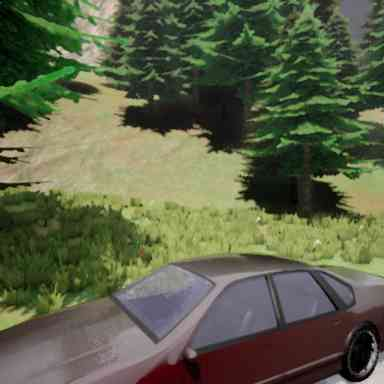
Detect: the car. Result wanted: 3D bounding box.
[{"bbox_3d":[0.408,1.531,4.016,5.357,1.411,2.033,0,0,-29],"label":"car"}]
